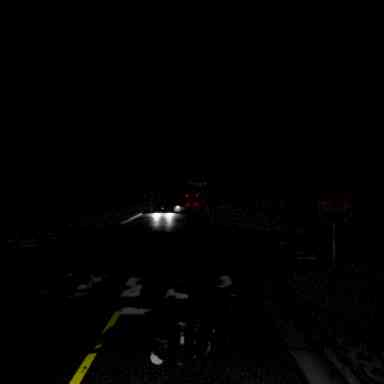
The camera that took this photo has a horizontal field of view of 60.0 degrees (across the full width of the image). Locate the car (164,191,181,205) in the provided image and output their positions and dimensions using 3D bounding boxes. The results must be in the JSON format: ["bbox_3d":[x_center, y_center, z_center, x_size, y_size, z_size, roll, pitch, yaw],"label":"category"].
[{"bbox_3d":[-2.835,0.854,48.893,2.150,2.045,5.566,0,1,0],"label":"car"}]

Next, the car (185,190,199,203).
[{"bbox_3d":[-0.001,0.750,57.469,2.150,2.045,5.566,0,1,0],"label":"car"}]

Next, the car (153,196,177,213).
[{"bbox_3d":[-2.843,1.369,33.916,1.994,1.385,4.181,0,1,0],"label":"car"}]

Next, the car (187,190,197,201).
[{"bbox_3d":[-0.001,0.629,67.889,2.150,2.045,5.566,0,1,0],"label":"car"}]
